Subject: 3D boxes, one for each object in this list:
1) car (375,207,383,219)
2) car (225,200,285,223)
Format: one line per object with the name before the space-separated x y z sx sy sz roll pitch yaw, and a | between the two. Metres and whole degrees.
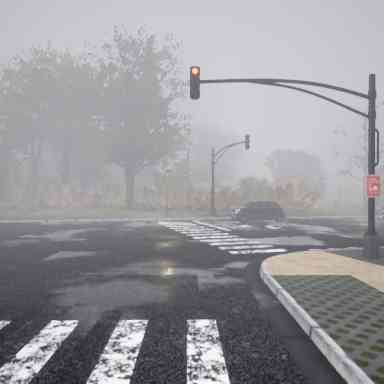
car | 19.024 1.644 30.504 4.553 1.767 2.097 1 0 -17
car | 4.849 1.428 25.803 4.553 1.767 2.097 1 0 -19
